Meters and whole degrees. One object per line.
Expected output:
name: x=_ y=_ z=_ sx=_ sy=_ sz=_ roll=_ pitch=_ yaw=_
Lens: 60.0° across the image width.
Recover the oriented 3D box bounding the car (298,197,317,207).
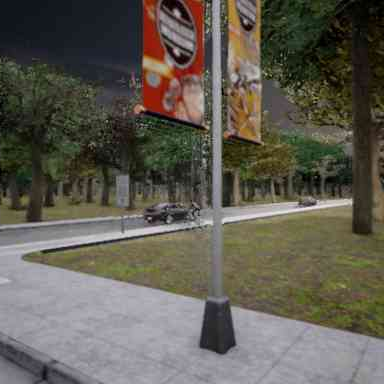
car: x=18.148 y=1.510 z=52.105 sx=2.128 sy=1.511 sz=4.902 roll=0 pitch=0 yaw=36

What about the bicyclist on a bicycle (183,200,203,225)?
bicyclist on a bicycle: x=0.057 y=1.331 z=21.798 sx=1.656 sy=1.620 sz=0.582 roll=-1 pitch=0 yaw=36

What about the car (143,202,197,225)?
car: x=-1.484 y=1.541 z=24.646 sx=1.837 sy=1.490 sz=4.892 roll=0 pitch=0 yaw=36
